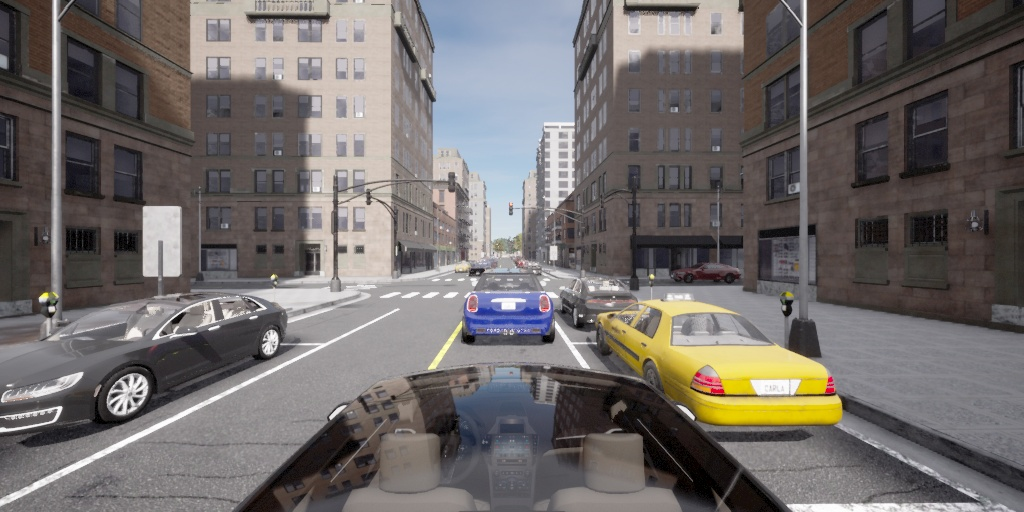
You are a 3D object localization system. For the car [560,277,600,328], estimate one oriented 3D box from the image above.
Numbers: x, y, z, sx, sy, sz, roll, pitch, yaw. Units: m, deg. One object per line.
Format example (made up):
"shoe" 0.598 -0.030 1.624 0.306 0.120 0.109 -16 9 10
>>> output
"car" 2.533 1.300 11.130 2.007 1.370 4.403 0 0 -1

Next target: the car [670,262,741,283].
"car" 13.930 1.186 25.907 4.674 1.442 1.812 0 0 1

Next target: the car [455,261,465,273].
"car" -5.889 1.272 43.415 1.751 1.417 4.829 0 0 -1

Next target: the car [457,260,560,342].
"car" -0.085 1.102 9.885 2.097 1.767 4.553 0 0 0

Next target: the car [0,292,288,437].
"car" -5.429 1.300 5.625 2.007 1.370 4.403 0 0 -1

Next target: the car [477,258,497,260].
"car" -3.380 1.294 46.264 2.033 1.411 5.357 0 0 0

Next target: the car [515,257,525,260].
"car" 1.925 1.182 60.729 1.967 1.591 4.097 0 0 -1

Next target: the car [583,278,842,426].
"car" 2.602 1.275 5.894 1.751 1.417 4.829 0 0 -1

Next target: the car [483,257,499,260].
"car" -3.497 1.308 56.270 1.994 1.385 4.181 0 0 -1
